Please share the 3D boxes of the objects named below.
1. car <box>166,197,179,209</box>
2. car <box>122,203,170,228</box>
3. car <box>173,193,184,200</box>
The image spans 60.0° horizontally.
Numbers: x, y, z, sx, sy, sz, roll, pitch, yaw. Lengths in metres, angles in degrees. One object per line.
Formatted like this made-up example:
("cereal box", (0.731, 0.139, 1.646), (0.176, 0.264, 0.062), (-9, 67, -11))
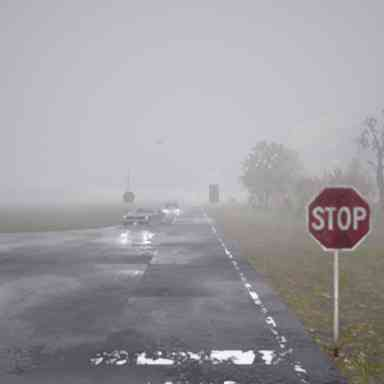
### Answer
("car", (-2.829, 1.716, 47.856), (1.895, 1.301, 4.718), (0, 0, 0))
("car", (-3.183, 1.666, 22.964), (1.895, 1.301, 4.718), (0, 0, 9))
("car", (-2.875, 1.206, 74.028), (2.150, 2.045, 5.566), (0, 0, 0))
